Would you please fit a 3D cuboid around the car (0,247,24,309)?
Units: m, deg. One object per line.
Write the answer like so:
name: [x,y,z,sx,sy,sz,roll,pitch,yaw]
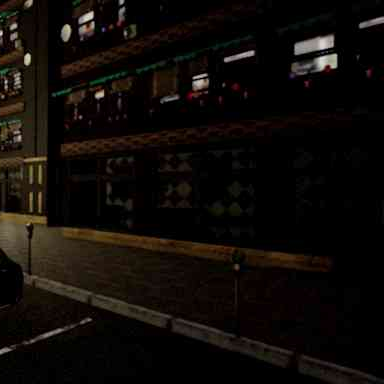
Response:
car: [-4.949,1.458,6.407,4.403,1.369,2.008,1,0,35]
